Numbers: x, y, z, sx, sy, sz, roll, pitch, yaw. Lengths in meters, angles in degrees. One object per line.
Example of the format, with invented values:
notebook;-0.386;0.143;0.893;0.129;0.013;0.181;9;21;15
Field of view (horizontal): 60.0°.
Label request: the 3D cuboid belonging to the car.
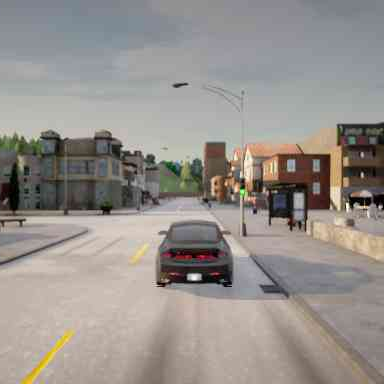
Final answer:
car;0.068;1.553;9.504;1.837;1.490;4.892;0;0;0
